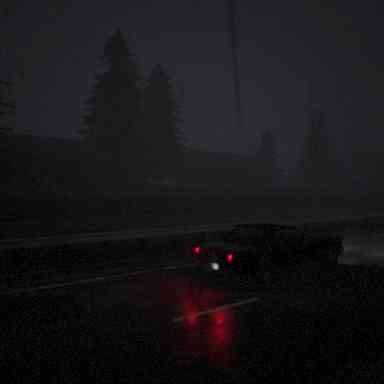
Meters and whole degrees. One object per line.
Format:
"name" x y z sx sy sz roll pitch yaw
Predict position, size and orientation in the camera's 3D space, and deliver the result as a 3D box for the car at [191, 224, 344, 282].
"car" 2.395 1.599 9.757 4.718 1.301 1.895 0 0 -36
